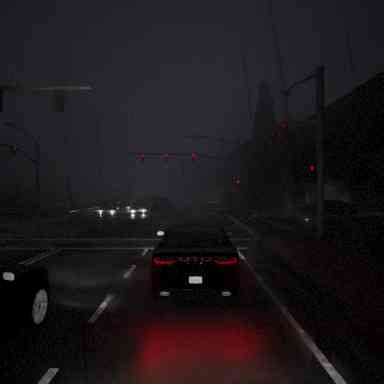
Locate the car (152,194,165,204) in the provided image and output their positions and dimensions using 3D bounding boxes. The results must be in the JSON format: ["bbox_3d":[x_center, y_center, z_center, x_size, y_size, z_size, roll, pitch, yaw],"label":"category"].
[{"bbox_3d":[-6.605,1.352,66.373,2.097,1.767,4.553,0,0,2],"label":"car"}]

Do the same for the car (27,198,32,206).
[{"bbox_3d":[-24.888,1.156,46.985,3.866,1.878,1.905,0,0,0],"label":"car"}]

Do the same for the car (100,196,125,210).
[{"bbox_3d":[-10.705,1.505,44.077,1.837,1.490,4.892,0,0,1],"label":"car"}]

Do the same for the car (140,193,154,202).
[{"bbox_3d":[-9.873,1.200,73.904,2.150,2.045,5.566,0,0,2],"label":"car"}]

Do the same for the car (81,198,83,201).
[{"bbox_3d":[-24.888,1.395,69.503,3.806,1.475,1.970,0,0,0],"label":"car"}]

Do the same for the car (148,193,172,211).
[{"bbox_3d":[-3.652,1.352,40.578,2.097,1.767,4.553,0,0,2],"label":"car"}]

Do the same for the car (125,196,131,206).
[{"bbox_3d":[-10.513,1.352,53.077,2.097,1.767,4.553,0,0,2],"label":"car"}]

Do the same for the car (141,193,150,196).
[{"bbox_3d":[-6.910,1.352,56.520,2.097,1.767,4.553,0,0,2],"label":"car"}]

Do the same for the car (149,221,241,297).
[{"bbox_3d":[0.070,1.478,8.635,1.882,1.535,5.008,0,0,0],"label":"car"}]

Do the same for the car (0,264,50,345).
[{"bbox_3d":[-3.440,1.478,3.903,1.882,1.535,5.008,0,0,0],"label":"car"}]

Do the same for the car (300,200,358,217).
[{"bbox_3d":[12.661,1.478,30.894,5.008,1.535,1.882,0,0,0],"label":"car"}]

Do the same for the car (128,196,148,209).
[{"bbox_3d":[-7.157,1.601,46.712,1.895,1.301,4.718,0,0,1],"label":"car"}]

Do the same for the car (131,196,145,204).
[{"bbox_3d":[-10.211,1.526,63.223,1.812,1.442,4.674,0,0,2],"label":"car"}]

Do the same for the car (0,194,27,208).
[{"bbox_3d":[-24.946,1.153,44.090,4.605,1.855,1.932,0,0,0],"label":"car"}]

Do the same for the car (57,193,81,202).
[{"bbox_3d":[-24.903,1.156,66.608,3.866,1.878,1.905,0,0,0],"label":"car"}]
